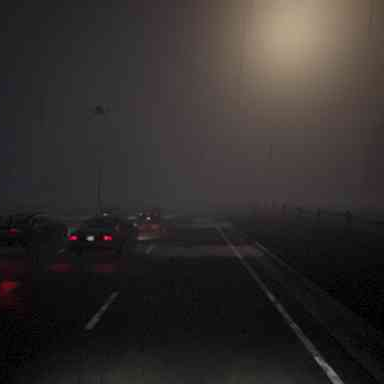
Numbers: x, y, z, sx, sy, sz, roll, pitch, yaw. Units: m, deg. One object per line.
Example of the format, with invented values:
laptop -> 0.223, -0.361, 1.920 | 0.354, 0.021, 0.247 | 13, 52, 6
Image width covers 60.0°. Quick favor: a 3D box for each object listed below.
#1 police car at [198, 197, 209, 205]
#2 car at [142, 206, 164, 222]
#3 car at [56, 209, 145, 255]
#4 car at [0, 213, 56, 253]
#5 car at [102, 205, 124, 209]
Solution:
police car -> 2.398, 2.157, 78.514 | 1.930, 1.638, 5.238 | 0, -1, 1
car -> -3.498, 1.873, 29.076 | 1.895, 1.301, 4.718 | 0, 0, 0
car -> -3.502, 1.679, 13.985 | 2.033, 1.411, 5.357 | 0, -1, 0
car -> -7.000, 1.627, 14.296 | 2.128, 1.511, 4.902 | 0, 0, 0
car -> -6.995, 1.838, 29.267 | 1.994, 1.385, 4.181 | 0, 0, 1
